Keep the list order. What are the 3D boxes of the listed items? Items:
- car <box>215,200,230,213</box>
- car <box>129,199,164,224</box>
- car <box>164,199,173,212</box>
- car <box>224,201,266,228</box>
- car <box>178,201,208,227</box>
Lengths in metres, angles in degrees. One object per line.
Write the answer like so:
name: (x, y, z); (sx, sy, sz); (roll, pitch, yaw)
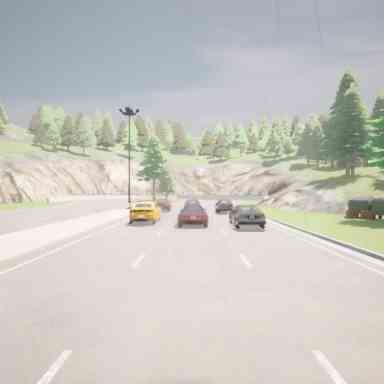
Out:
car: (3.561, 1.547, 36.711); (2.033, 1.411, 5.357); (0, 0, 0)
car: (-3.422, 1.477, 24.862); (1.882, 1.535, 5.008); (0, 0, 0)
car: (-3.422, 1.526, 38.993); (1.812, 1.442, 4.674); (0, 0, 0)
car: (3.565, 1.548, 22.073); (2.033, 1.411, 5.357); (0, 0, 0)
car: (0.071, 1.564, 22.829); (1.994, 1.385, 4.181); (0, 0, 0)
